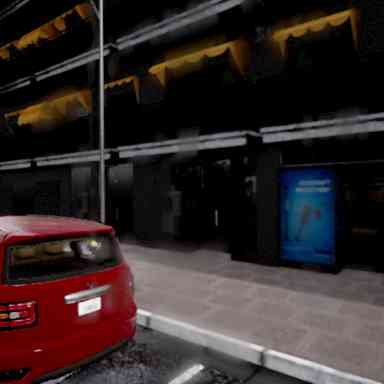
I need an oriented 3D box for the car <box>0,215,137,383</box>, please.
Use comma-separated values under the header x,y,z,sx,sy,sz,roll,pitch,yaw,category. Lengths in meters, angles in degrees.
x,y,z,sx,sy,sz,roll,pitch,yaw,category
-3.010,1.251,4.888,5.009,1.841,2.192,1,-1,36,car
